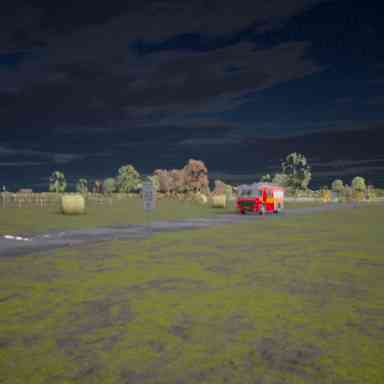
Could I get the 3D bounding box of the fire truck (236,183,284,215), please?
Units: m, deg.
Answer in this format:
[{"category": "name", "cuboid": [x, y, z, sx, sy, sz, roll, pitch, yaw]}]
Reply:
[{"category": "fire truck", "cuboid": [8.750, 0.820, 41.950, 2.891, 3.827, 8.468, -1, -1, 35]}]
